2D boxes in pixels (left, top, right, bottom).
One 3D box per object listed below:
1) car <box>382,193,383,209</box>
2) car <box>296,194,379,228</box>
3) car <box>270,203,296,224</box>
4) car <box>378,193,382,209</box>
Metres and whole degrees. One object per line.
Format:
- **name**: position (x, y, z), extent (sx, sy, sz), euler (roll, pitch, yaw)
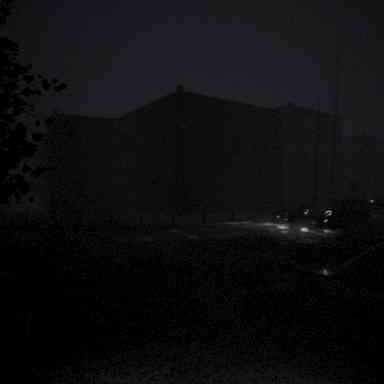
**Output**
- **car**: position (19.039, 1.086, 36.879), extent (2.097, 1.535, 5.008), euler (-1, 0, -38)
- **car**: position (9.167, 1.206, 20.923), extent (4.553, 1.767, 2.097), euler (-1, 0, -29)
- **car**: position (7.579, 1.447, 23.438), extent (4.181, 1.385, 1.994), euler (-1, 0, -28)
- **car**: position (16.876, 1.012, 35.157), extent (2.185, 1.767, 4.553), euler (-1, 0, -38)
